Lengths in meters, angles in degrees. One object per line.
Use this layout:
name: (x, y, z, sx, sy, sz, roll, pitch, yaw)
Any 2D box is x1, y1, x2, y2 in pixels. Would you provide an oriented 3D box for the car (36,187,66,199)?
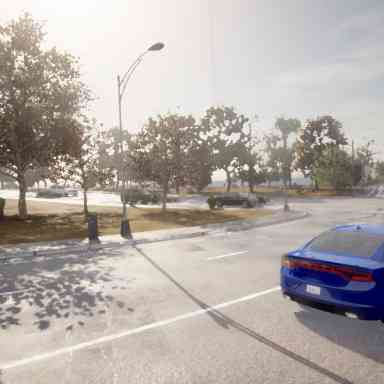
car: (-23.060, 0.337, 53.679, 4.718, 1.301, 1.895, 2, 4, 34)

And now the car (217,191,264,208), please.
car: (4.795, 0.711, 35.223, 4.553, 1.767, 2.097, 0, 2, 33)

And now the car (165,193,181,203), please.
car: (-3.890, 0.747, 45.157, 4.718, 1.301, 1.895, 1, 3, 33)

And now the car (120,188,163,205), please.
car: (-6.768, 0.514, 42.845, 5.566, 2.045, 2.150, 1, 3, 33)

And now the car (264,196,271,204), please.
car: (6.569, 0.799, 38.265, 4.718, 1.301, 1.895, 0, 2, 33)

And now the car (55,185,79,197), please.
car: (-21.890, -0.228, 57.083, 5.566, 2.045, 2.150, 2, 4, 34)

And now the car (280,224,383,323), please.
car: (3.919, 1.424, 7.047, 5.008, 1.535, 1.882, -1, 1, -39)
